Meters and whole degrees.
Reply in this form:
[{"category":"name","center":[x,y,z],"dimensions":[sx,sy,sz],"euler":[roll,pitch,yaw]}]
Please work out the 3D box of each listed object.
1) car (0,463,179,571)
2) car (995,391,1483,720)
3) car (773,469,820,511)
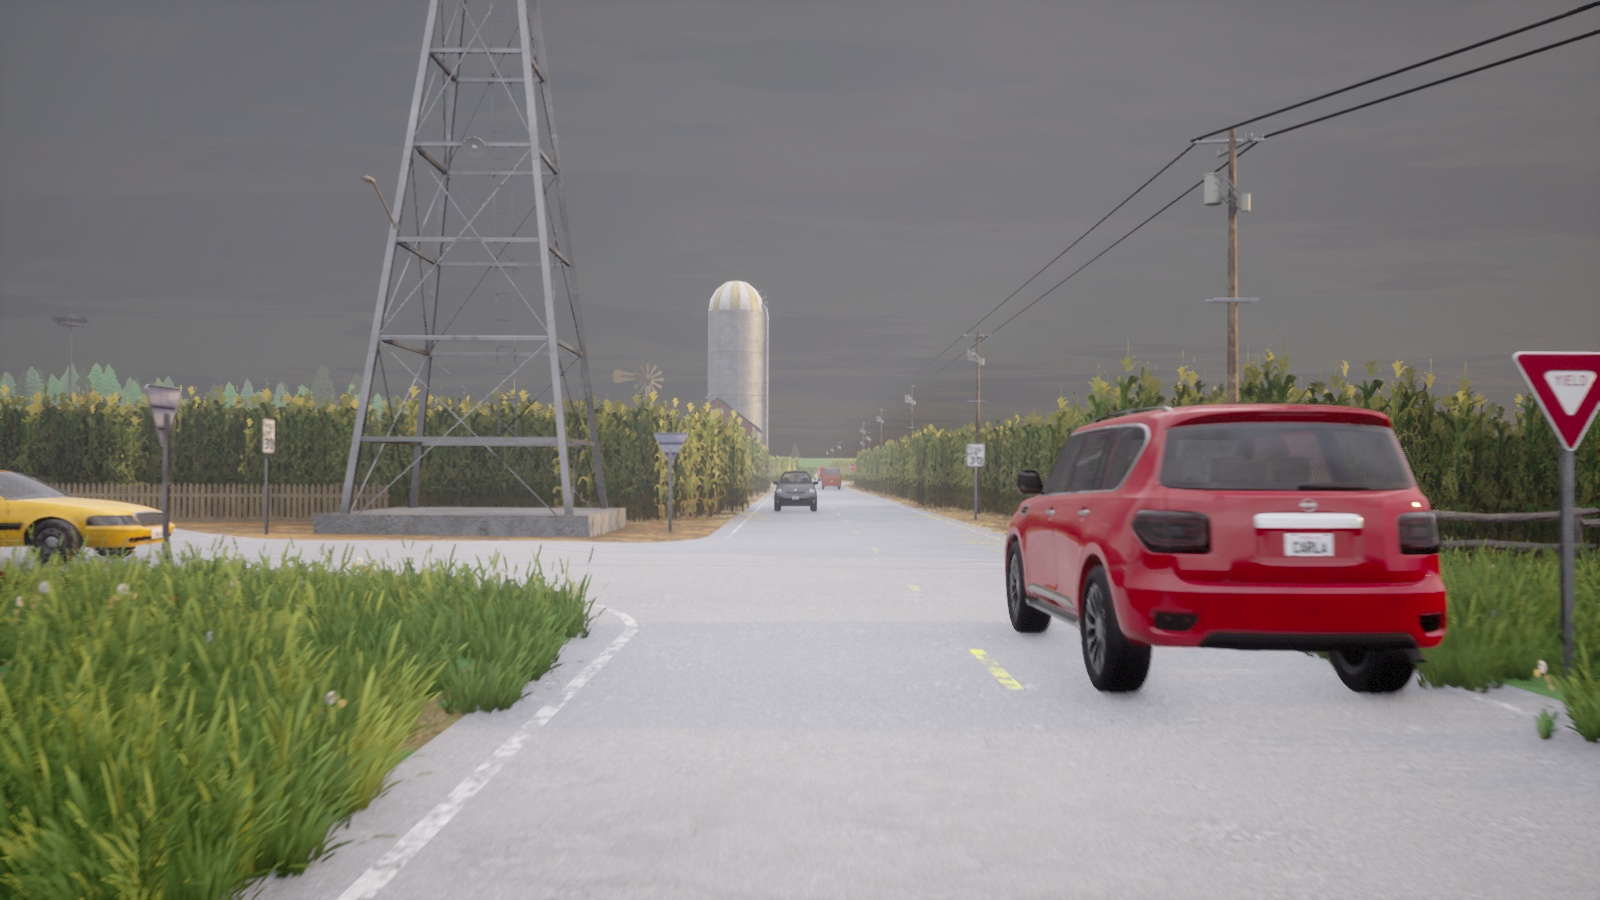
[{"category":"car","center":[-12.612,0.998,19.170],"dimensions":[5.366,1.575,1.801],"euler":[0,-1,0]},{"category":"car","center":[3.166,0.706,10.616],"dimensions":[2.150,2.045,5.566],"euler":[0,-1,0]},{"category":"car","center":[-0.154,1.603,51.171],"dimensions":[1.851,1.617,3.988],"euler":[0,-1,0]}]
